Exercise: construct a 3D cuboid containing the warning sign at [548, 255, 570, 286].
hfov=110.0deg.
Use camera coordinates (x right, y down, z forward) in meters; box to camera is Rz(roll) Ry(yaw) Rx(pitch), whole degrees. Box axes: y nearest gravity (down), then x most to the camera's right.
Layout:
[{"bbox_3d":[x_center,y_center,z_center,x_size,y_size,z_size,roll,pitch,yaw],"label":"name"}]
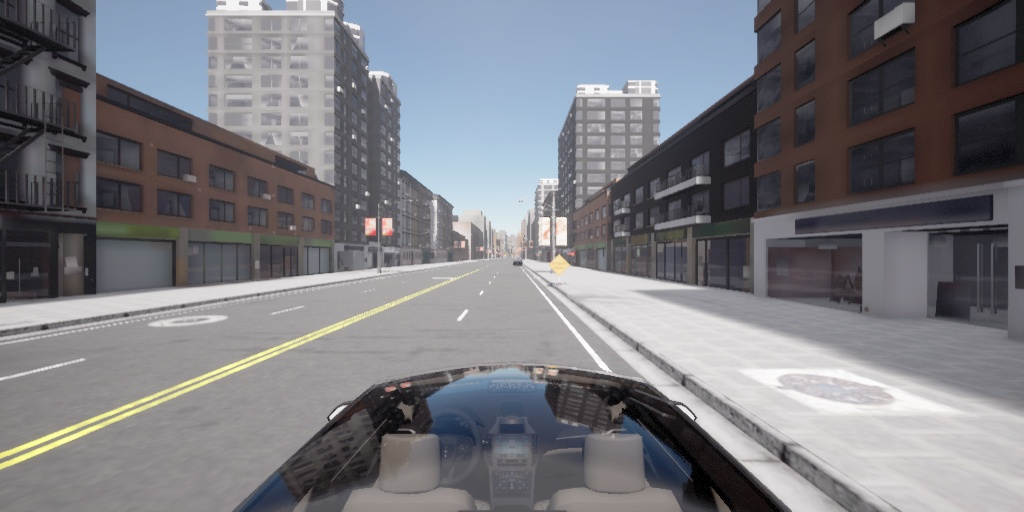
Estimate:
[{"bbox_3d":[2.850,0.846,21.693,1.300,1.860,1.060,0,0,0],"label":"warning sign"}]
